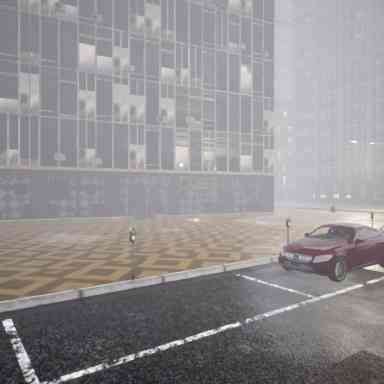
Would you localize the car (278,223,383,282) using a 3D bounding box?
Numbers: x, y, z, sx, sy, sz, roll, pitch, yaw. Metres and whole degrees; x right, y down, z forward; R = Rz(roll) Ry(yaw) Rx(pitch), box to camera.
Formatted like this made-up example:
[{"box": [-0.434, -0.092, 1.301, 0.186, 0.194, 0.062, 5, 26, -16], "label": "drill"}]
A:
[{"box": [4.325, 1.579, 9.657, 4.206, 1.307, 1.802, 0, 0, -36], "label": "car"}]
